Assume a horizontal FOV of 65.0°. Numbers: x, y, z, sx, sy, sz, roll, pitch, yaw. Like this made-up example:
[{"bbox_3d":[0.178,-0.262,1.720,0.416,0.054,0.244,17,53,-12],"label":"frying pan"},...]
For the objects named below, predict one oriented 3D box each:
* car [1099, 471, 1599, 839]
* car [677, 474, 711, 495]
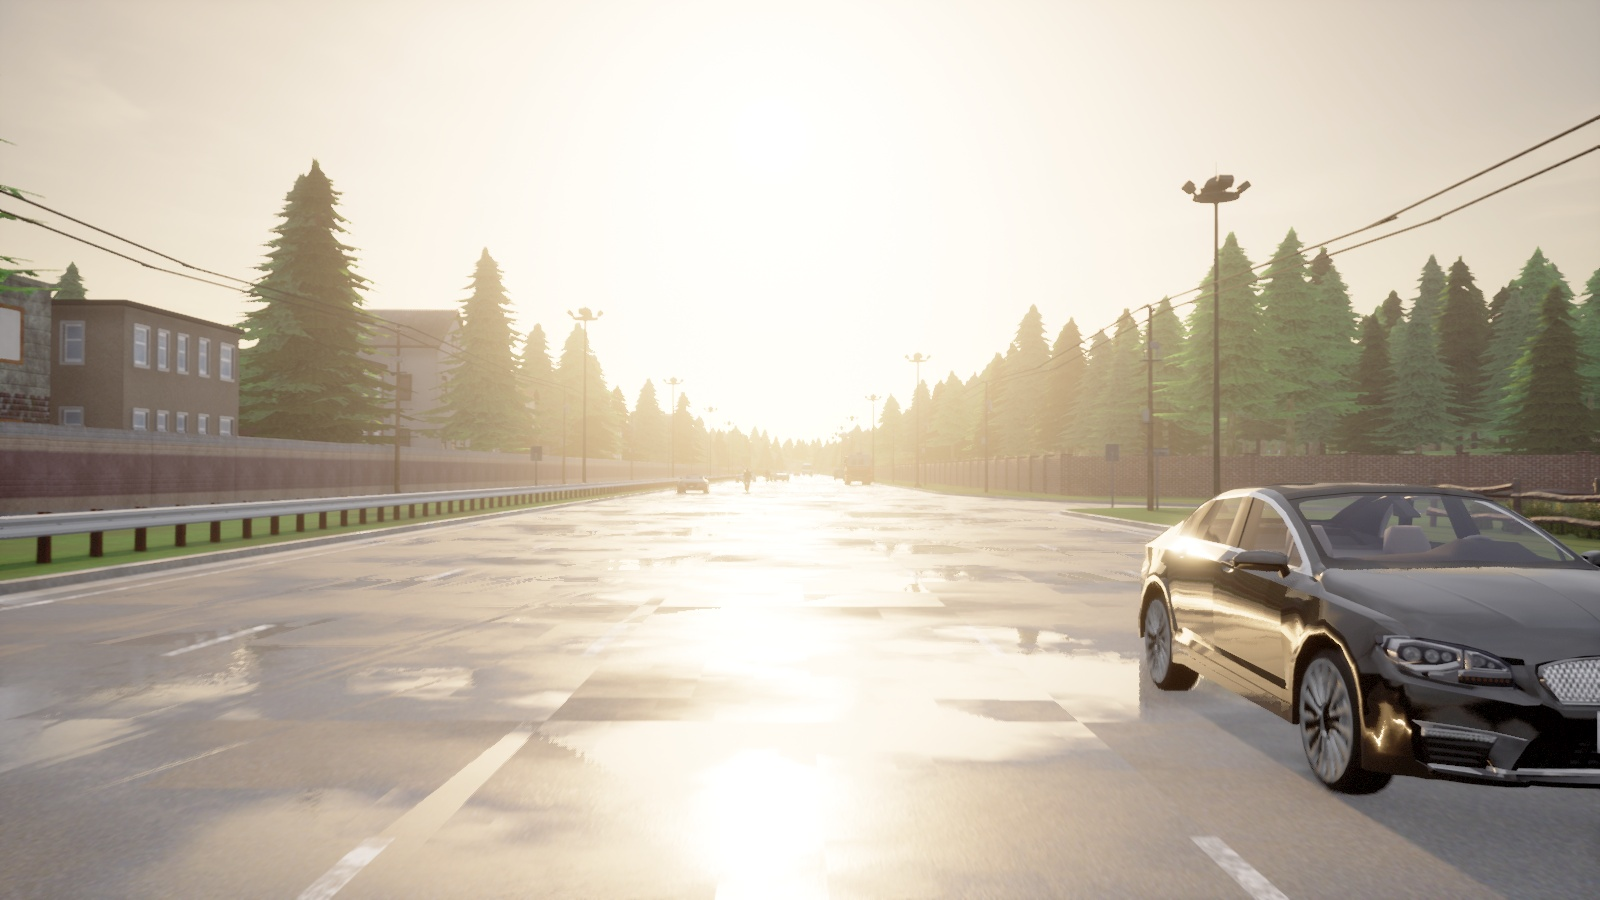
[{"bbox_3d":[3.481,0.885,7.647,2.128,1.511,4.902,0,-1,0],"label":"car"},{"bbox_3d":[-7.205,2.339,85.532,1.994,1.385,4.181,0,-1,0],"label":"car"}]
